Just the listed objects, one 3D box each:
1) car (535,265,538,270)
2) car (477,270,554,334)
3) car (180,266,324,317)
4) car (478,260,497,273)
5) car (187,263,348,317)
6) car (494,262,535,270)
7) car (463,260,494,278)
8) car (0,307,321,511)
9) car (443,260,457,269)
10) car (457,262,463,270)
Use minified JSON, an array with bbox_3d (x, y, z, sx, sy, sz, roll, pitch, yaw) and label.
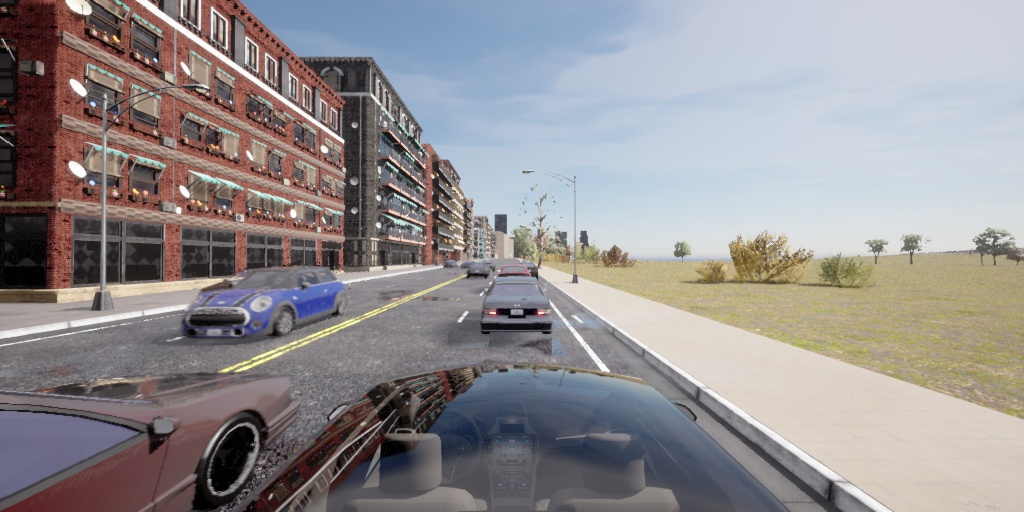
[{"bbox_3d":[1.192,1.232,30.522,1.882,1.535,5.008,0,0,0],"label":"car"},{"bbox_3d":[0.115,1.299,10.545,2.033,1.411,5.357,0,0,0],"label":"car"},{"bbox_3d":[-9.829,1.243,14.226,2.128,1.511,4.902,0,0,0],"label":"car"},{"bbox_3d":[-3.066,1.245,45.790,2.128,1.511,4.902,0,0,0],"label":"car"},{"bbox_3d":[-6.586,1.103,10.185,2.097,1.767,4.553,0,0,0],"label":"car"},{"bbox_3d":[0.139,1.231,21.085,1.882,1.535,5.008,0,0,0],"label":"car"},{"bbox_3d":[-3.089,1.319,33.887,1.994,1.385,4.181,0,0,0],"label":"car"},{"bbox_3d":[-3.156,1.297,1.284,2.033,1.411,5.357,0,0,0],"label":"car"},{"bbox_3d":[-9.730,1.316,57.200,1.994,1.385,4.181,0,0,0],"label":"car"},{"bbox_3d":[-6.495,1.317,53.169,1.994,1.385,4.181,0,0,0],"label":"car"}]
